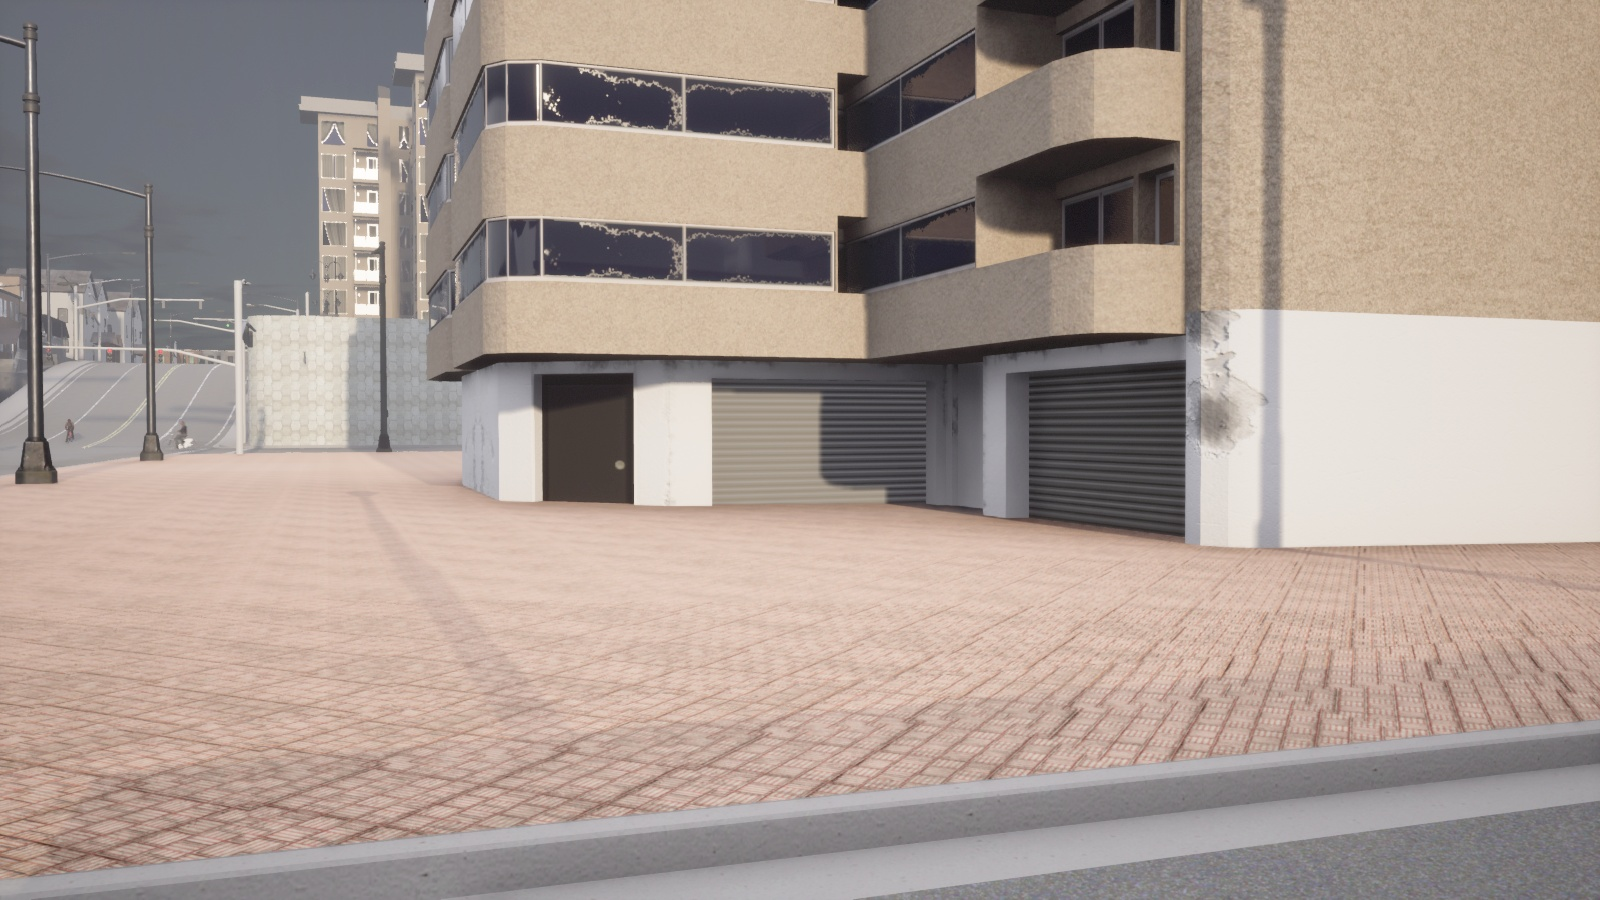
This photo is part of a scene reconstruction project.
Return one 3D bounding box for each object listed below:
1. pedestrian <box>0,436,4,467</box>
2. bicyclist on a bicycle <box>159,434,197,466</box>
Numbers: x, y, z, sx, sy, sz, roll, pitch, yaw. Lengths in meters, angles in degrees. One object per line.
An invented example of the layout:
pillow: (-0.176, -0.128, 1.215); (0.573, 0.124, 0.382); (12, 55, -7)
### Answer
pedestrian: (-48.923, 0.108, 76.197); (0.900, 1.855, 0.874); (-2, 1, -23)
bicyclist on a bicycle: (-35.530, -0.024, 71.726); (1.843, 1.776, 0.659); (-2, 2, -36)
